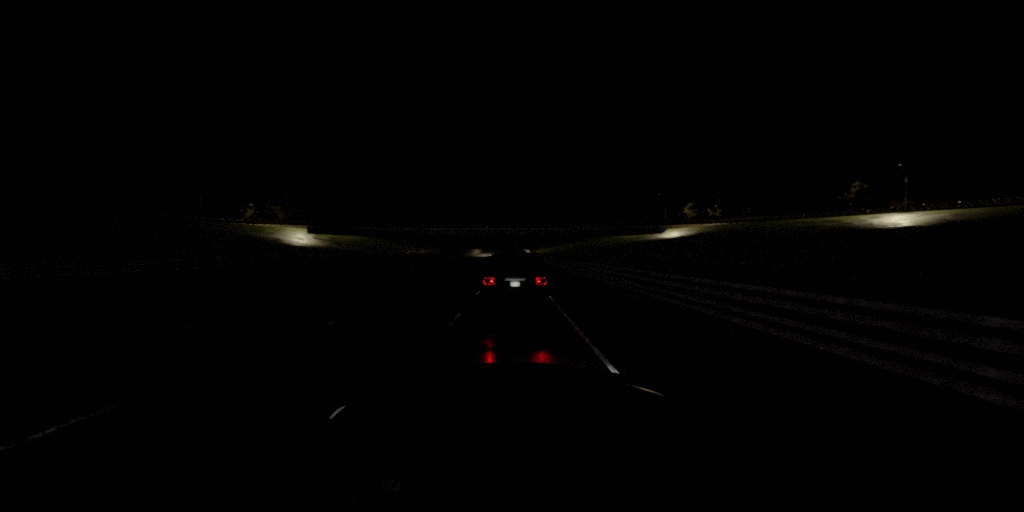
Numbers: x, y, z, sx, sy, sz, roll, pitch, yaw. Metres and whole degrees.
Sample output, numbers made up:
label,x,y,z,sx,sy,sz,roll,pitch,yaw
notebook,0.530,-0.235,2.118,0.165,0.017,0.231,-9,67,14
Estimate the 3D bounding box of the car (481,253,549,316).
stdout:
label,x,y,z,sx,sy,sz,roll,pitch,yaw
car,0.111,0.897,13.220,2.150,2.045,5.566,0,0,0
